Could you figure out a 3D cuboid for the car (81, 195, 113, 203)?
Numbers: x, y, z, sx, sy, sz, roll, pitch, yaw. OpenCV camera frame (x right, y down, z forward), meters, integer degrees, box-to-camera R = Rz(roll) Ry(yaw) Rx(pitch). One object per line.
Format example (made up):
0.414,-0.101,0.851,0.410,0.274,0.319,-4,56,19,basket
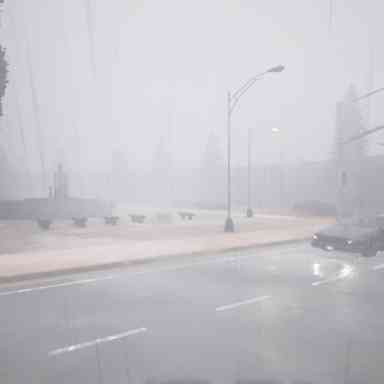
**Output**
-15.623,1.547,52.572,5.357,1.411,2.033,0,0,17,car

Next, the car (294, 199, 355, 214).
11.679,1.505,28.687,1.837,1.490,4.892,0,0,-36,car

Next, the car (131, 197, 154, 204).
-9.106,1.564,61.192,4.181,1.385,1.994,0,0,22,car

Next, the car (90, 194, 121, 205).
-14.685,1.458,55.948,5.357,1.411,2.033,0,0,17,car

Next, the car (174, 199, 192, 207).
-0.296,1.601,48.115,4.718,1.301,1.895,0,0,37,car

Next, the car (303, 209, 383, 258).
7.034,1.547,12.871,5.357,1.411,2.033,0,0,-31,car

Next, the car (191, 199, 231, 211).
2.540,1.600,40.796,1.895,1.301,4.718,0,0,-43,car
